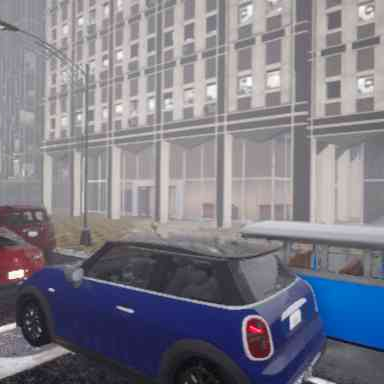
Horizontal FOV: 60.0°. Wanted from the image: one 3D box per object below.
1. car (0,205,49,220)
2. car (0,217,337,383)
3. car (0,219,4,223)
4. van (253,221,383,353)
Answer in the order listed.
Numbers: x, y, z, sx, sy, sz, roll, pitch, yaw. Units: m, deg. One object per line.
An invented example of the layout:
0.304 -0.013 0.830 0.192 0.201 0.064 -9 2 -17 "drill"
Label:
-6.810 1.371 11.666 5.009 1.841 2.192 0 0 37 "car"
-0.597 1.385 4.848 4.553 1.767 2.097 0 0 37 "car"
-5.498 1.564 8.383 4.674 1.442 1.812 0 0 38 "car"
2.325 1.388 4.901 3.998 1.788 1.690 0 0 37 "van"
